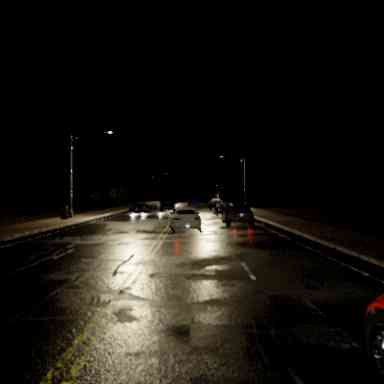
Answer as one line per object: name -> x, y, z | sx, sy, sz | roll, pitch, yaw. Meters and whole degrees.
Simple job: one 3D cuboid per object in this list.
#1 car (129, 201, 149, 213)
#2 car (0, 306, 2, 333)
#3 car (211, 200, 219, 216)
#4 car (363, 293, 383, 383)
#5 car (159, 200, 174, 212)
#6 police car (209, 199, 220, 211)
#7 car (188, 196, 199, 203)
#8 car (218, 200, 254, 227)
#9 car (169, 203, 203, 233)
car -> -6.476, 1.861, 41.294 | 1.994, 1.385, 4.181 | 0, 0, 0
car -> -3.344, 1.545, 2.484 | 1.812, 1.442, 4.674 | 0, 0, 0
car -> 3.355, 1.858, 35.512 | 1.895, 1.301, 4.718 | 0, 0, 0
car -> 3.256, 1.371, 2.455 | 2.097, 1.767, 4.553 | 0, 0, 0
car -> -3.218, 1.793, 43.938 | 1.882, 1.535, 5.008 | 0, 0, 0
police car -> 3.387, 1.760, 46.593 | 1.930, 1.638, 5.238 | 0, 0, 0
car -> 0.268, 1.937, 64.328 | 1.882, 1.535, 5.008 | 0, -1, 0
car -> 3.322, 1.610, 24.483 | 2.033, 1.649, 4.856 | 0, 0, 0
car -> -0.391, 1.678, 20.955 | 1.812, 1.442, 4.674 | 0, 0, -4
